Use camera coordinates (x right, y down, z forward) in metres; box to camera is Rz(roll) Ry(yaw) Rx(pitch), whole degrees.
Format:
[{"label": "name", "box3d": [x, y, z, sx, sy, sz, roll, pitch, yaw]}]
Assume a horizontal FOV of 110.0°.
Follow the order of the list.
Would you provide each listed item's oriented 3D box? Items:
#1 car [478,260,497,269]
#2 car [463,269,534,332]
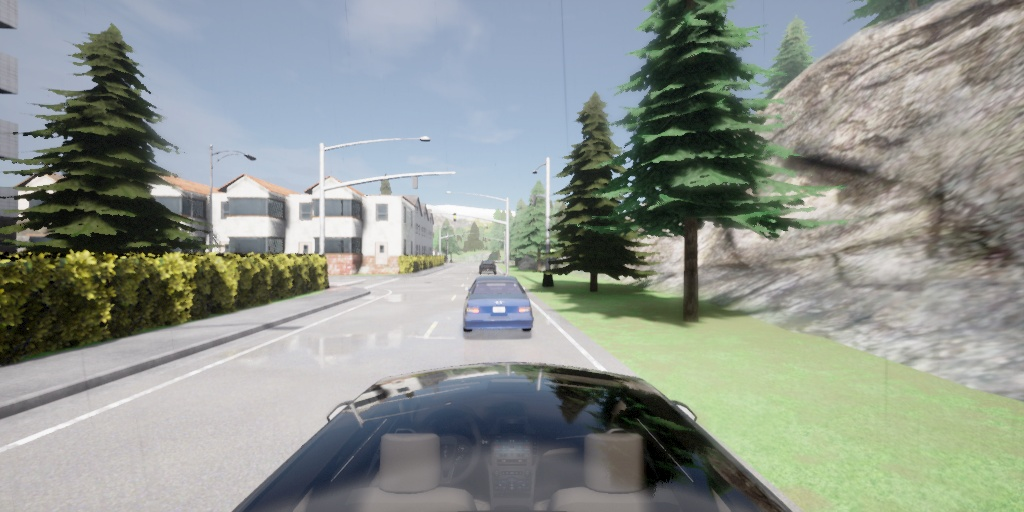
[{"label": "car", "box3d": [-2.769, 1.228, 40.716, 1.837, 1.490, 4.892, 0, 0, -4]}, {"label": "car", "box3d": [-0.483, 1.291, 10.840, 2.033, 1.411, 5.357, 0, 0, -4]}]
